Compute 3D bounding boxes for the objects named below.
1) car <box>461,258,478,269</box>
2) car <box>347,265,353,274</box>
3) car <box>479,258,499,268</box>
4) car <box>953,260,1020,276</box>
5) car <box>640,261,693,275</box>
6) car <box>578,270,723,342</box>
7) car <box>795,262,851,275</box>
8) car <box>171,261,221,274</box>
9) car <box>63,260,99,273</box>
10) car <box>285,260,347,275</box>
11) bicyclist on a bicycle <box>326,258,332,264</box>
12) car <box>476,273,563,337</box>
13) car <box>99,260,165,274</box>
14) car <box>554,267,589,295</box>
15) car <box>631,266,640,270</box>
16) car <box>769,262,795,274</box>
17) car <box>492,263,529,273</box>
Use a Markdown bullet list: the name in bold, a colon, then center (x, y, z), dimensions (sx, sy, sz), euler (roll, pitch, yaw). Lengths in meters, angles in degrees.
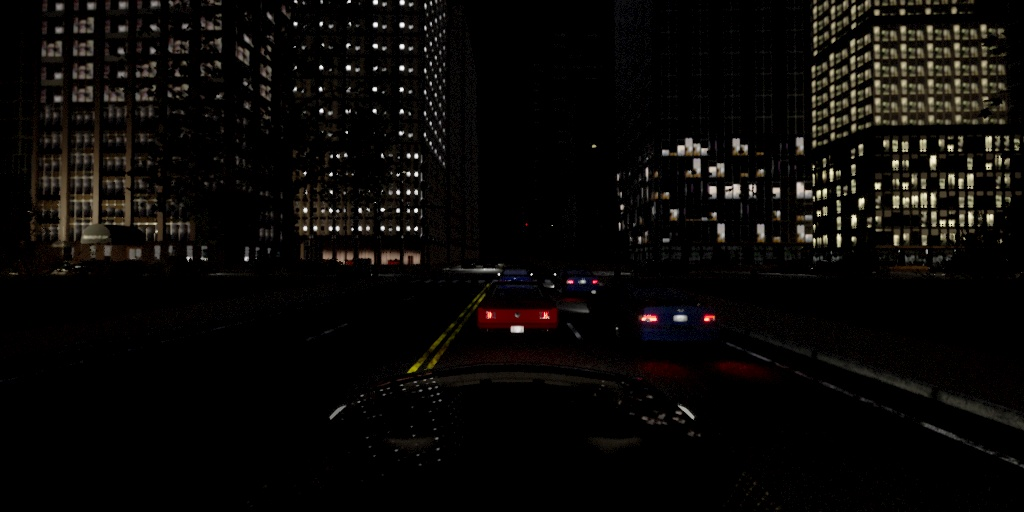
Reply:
- **car**: center (-6.863, 1.196, 56.794), dimensions (1.837, 1.490, 4.892), euler (0, 1, 0)
- **car**: center (-18.634, 1.241, 37.691), dimensions (4.181, 1.385, 1.994), euler (0, -1, 2)
- **car**: center (-3.628, 1.184, 57.649), dimensions (2.128, 1.511, 4.902), euler (0, 0, -1)
- **car**: center (51.098, 1.206, 38.245), dimensions (5.008, 1.535, 1.882), euler (0, -1, 2)
- **car**: center (17.212, 1.263, 39.412), dimensions (4.902, 1.511, 2.128), euler (0, -1, 2)
- **car**: center (3.384, 1.294, 9.694), dimensions (2.033, 1.411, 5.357), euler (0, 0, 0)
- **car**: center (34.027, 1.318, 38.866), dimensions (4.674, 1.442, 1.812), euler (0, -1, 2)
- **car**: center (-33.674, 1.220, 38.220), dimensions (4.181, 1.385, 1.994), euler (0, -1, 2)
- **car**: center (-49.017, 1.184, 42.141), dimensions (4.892, 1.490, 1.837), euler (0, -1, 3)
- **car**: center (-19.091, 1.124, 34.458), dimensions (4.902, 1.511, 2.128), euler (0, -1, 2)
- **bicyclist on a bicycle**: center (-24.936, 1.118, 48.779), dimensions (0.582, 1.620, 1.656), euler (0, 0, 2)
- **car**: center (0.136, 1.347, 10.227), dimensions (1.895, 1.301, 4.718), euler (0, 0, 0)
- **car**: center (-36.809, 1.133, 35.078), dimensions (4.674, 1.442, 1.812), euler (0, -1, 2)
- **car**: center (3.433, 1.287, 19.764), dimensions (2.033, 1.411, 5.357), euler (0, 0, 0)
- **car**: center (17.037, 1.364, 42.669), dimensions (5.357, 1.411, 2.033), euler (0, -1, 2)
- **car**: center (32.816, 1.400, 42.165), dimensions (4.181, 1.385, 1.994), euler (0, -1, 2)
- **car**: center (0.183, 1.287, 19.803), dimensions (2.033, 1.411, 5.357), euler (0, 0, 0)
